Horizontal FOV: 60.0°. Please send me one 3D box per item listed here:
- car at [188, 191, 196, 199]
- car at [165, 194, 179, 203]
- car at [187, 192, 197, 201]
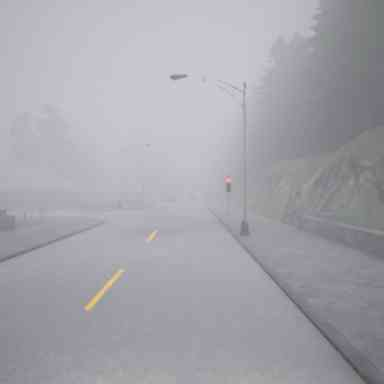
[{"bbox_3d":[-0.019,0.883,89.232,2.150,2.045,5.566,0,0,0],"label":"car"},{"bbox_3d":[-4.031,1.338,65.027,1.837,1.490,4.892,0,0,1],"label":"car"},{"bbox_3d":[-0.017,1.148,79.136,2.097,1.767,4.553,0,0,0],"label":"car"}]
